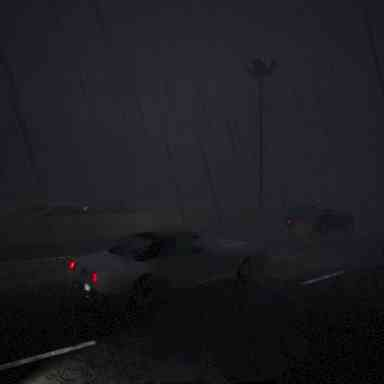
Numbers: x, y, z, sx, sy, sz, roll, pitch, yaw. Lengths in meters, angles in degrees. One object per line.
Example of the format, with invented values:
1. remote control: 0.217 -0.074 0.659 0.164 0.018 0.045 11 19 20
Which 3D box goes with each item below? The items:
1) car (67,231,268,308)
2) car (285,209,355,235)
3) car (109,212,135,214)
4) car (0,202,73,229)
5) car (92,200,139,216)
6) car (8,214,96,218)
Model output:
1. car: -0.335 1.608 7.981 4.718 1.301 1.895 0 0 -37
2. car: 7.332 1.608 18.747 4.718 1.301 1.895 0 0 -41
3. car: -7.745 1.382 29.174 4.553 1.767 2.097 0 0 -40
4. car: -10.781 1.505 22.289 5.008 1.535 1.882 0 0 -38
5. car: -7.730 1.597 33.758 4.181 1.385 1.994 0 0 -41
6. car: -8.147 1.549 19.890 4.674 1.442 1.812 0 0 -38
